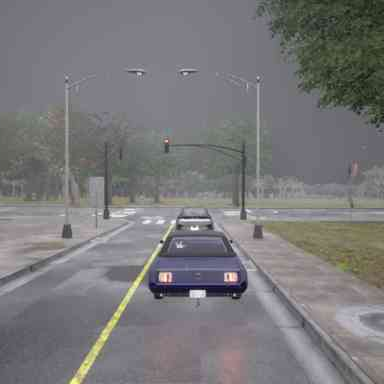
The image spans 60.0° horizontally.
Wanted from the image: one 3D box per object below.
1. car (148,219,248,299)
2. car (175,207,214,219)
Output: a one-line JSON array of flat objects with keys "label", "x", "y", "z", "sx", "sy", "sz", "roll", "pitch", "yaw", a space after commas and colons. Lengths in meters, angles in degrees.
[{"label": "car", "x": 0.111, "y": 1.606, "z": 8.388, "sx": 1.895, "sy": 1.301, "sz": 4.718, "roll": 0, "pitch": 0, "yaw": 0}, {"label": "car", "x": 0.124, "y": 1.518, "z": 17.648, "sx": 2.128, "sy": 1.511, "sz": 4.902, "roll": 0, "pitch": 0, "yaw": 0}]
